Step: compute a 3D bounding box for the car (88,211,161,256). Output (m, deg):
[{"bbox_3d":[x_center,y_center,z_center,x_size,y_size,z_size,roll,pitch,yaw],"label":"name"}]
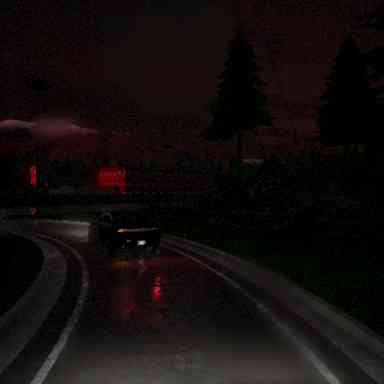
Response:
[{"bbox_3d":[-2.848,1.492,13.306,2.128,1.511,4.902,0,0,-28],"label":"car"}]
